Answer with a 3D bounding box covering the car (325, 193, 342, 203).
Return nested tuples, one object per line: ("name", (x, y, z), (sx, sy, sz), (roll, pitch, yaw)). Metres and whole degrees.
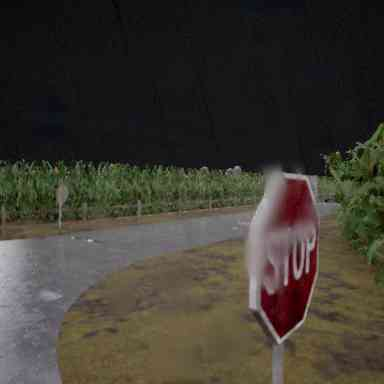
("car", (20.058, 0.766, 46.206), (2.033, 1.411, 5.357), (2, 2, 38))
